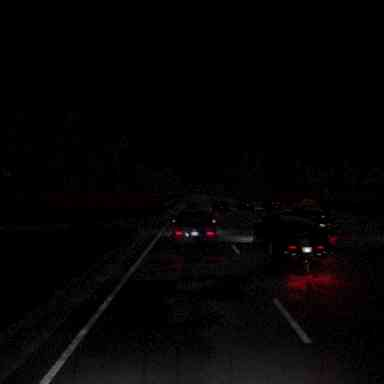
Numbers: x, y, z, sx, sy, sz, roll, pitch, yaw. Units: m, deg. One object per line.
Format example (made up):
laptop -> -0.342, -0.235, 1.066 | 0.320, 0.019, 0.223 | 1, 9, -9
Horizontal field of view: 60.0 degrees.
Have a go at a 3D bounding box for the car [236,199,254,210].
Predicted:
car -> 7.086, 1.701, 44.816 | 2.033, 1.411, 5.357 | 0, 0, 0

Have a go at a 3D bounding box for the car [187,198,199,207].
car -> 0.088, 1.759, 56.192 | 1.994, 1.385, 4.181 | 0, 0, 0

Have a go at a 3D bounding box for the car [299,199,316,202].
car -> 14.091, 1.617, 41.148 | 1.882, 1.535, 5.008 | 0, 0, 0

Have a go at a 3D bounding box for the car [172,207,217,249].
car -> 0.096, 1.599, 14.824 | 2.033, 1.411, 5.357 | 0, 0, 0

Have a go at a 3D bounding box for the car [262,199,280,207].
car -> 10.586, 1.643, 44.295 | 2.128, 1.511, 4.902 | 0, 0, 0

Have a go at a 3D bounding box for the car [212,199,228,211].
car -> 3.587, 1.640, 43.035 | 2.128, 1.511, 4.902 | 0, 0, 0

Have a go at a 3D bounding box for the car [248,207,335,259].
car -> 3.602, 1.550, 12.827 | 1.837, 1.490, 4.892 | 0, 0, 0

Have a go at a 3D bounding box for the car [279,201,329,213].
car -> 7.096, 1.576, 20.522 | 1.837, 1.490, 4.892 | 0, 0, 0
